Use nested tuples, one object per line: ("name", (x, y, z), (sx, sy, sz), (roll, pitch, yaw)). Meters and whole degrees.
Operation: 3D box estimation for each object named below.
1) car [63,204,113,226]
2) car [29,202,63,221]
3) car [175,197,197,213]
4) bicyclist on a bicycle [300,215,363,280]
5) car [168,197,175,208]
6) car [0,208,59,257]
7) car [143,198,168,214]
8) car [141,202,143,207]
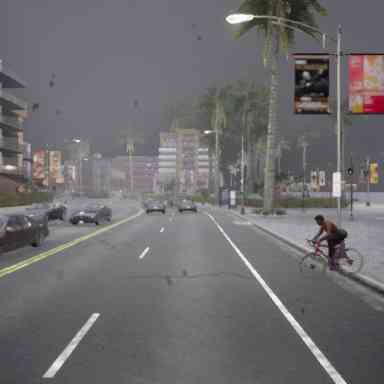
("car", (-7.097, 1.545, 23.980), (2.033, 1.411, 5.357), (0, 0, 0))
("car", (-10.632, 1.490, 24.013), (2.128, 1.511, 4.902), (0, 0, 0))
("car", (-0.604, 1.560, 37.708), (1.994, 1.385, 4.181), (0, 0, -5))
("bicyclist on a bicycle", (3.508, 1.383, 8.509), (1.656, 1.620, 0.582), (-7, 0, 0))
("car", (-2.490, 1.487, 48.258), (2.128, 1.511, 4.902), (0, 0, -15))
("car", (-7.102, 1.547, 12.216), (2.033, 1.411, 5.357), (0, 0, 0))
("car", (-3.942, 1.560, 36.099), (1.994, 1.385, 4.181), (0, 0, -6))
("car", (-6.139, 1.560, 48.197), (1.994, 1.385, 4.181), (0, 0, -14))
